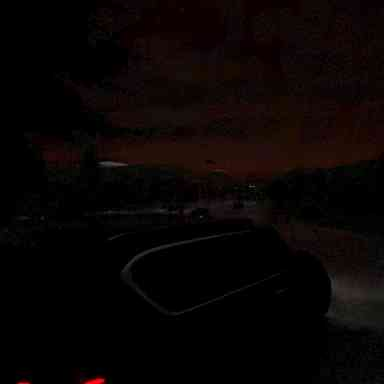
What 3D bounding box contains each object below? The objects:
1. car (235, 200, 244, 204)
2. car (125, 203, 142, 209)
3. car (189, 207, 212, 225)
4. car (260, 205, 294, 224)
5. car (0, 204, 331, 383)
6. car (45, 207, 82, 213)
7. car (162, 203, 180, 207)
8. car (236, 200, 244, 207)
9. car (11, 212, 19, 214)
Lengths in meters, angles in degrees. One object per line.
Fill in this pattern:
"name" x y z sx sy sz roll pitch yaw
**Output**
"car" 9.067 2.693 64.276 1.882 1.535 5.008 0 -1 9
"car" -10.487 2.716 60.092 1.882 1.535 5.008 0 -1 9
"car" 0.838 2.167 30.723 1.994 1.385 4.181 0 -1 2
"car" 7.835 2.065 31.153 2.128 1.511 4.902 0 -1 3
"car" 0.065 1.309 4.219 2.150 2.045 5.566 0 -1 36
"car" -12.544 2.190 32.111 2.128 1.511 4.902 -1 -1 20
"car" -3.419 2.676 59.980 1.882 1.535 5.008 -1 -1 9
"car" 12.879 3.032 88.883 2.097 1.767 4.553 0 -1 9
"car" -13.020 2.037 22.252 1.812 1.442 4.674 -1 -1 25
